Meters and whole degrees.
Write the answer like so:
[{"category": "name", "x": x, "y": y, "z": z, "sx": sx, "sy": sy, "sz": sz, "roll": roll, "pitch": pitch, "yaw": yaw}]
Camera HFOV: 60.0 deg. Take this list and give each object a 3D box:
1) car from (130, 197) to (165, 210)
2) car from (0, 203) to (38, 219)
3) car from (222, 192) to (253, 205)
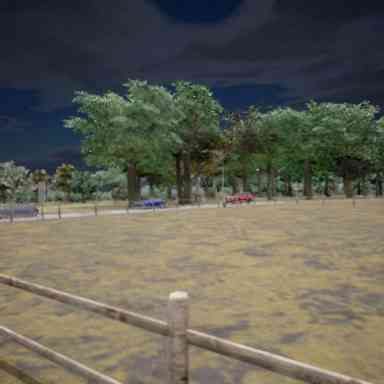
[{"category": "car", "x": -5.616, "y": 1.444, "z": 42.346, "sx": 1.882, "sy": 1.535, "sz": 5.008, "roll": -2, "pitch": -1, "yaw": 42}, {"category": "car", "x": -15.850, "y": 1.630, "z": 29.300, "sx": 1.994, "sy": 1.385, "sz": 4.181, "roll": -2, "pitch": -1, "yaw": 36}, {"category": "car", "x": 7.474, "y": 1.113, "z": 54.438, "sx": 5.566, "sy": 2.045, "sz": 2.150, "roll": -1, "pitch": -1, "yaw": -37}]
